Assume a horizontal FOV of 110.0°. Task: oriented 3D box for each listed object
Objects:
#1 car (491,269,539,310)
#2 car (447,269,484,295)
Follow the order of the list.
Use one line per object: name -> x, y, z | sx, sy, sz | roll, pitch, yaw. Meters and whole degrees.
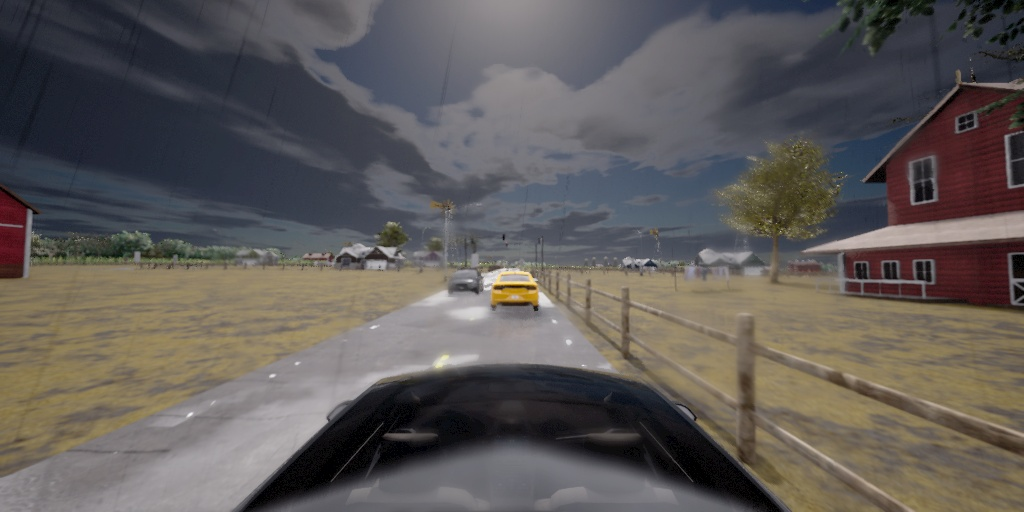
car -> 0.124, 1.439, 15.995 | 1.882, 1.535, 5.008 | 0, -1, 0
car -> -2.802, 1.575, 22.466 | 1.837, 1.490, 4.892 | 0, -1, 0
